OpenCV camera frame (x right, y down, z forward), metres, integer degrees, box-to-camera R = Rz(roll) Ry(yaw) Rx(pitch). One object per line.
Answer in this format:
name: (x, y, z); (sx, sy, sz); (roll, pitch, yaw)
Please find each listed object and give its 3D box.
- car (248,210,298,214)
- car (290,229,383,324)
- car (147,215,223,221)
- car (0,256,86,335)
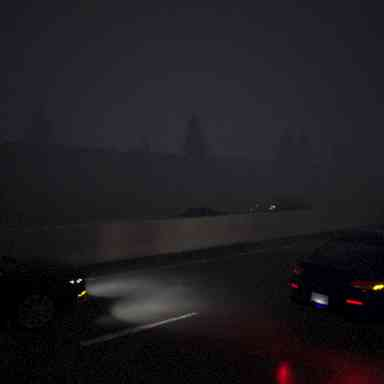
car: (6.986, 1.158, 26.200); (4.553, 1.767, 2.097); (0, 0, -36)
car: (3.855, 1.462, 6.505); (4.674, 1.442, 1.812); (-1, 0, -36)
car: (-0.158, 1.437, 16.788); (4.674, 1.442, 1.812); (-1, 0, -36)
car: (-4.163, 1.511, 5.077); (4.892, 1.490, 1.837); (-1, 1, -36)
